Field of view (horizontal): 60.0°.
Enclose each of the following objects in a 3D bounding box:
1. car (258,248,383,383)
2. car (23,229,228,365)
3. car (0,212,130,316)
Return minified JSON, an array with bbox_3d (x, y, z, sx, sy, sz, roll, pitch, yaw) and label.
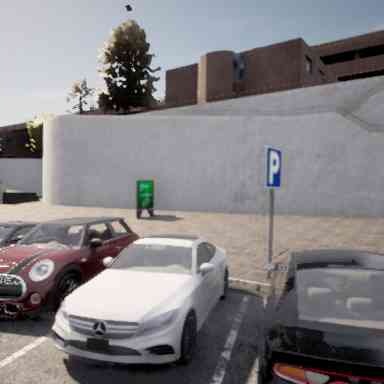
[{"bbox_3d":[1.960,1.493,4.390,2.097,1.535,5.008,0,-1,15],"label":"car"},{"bbox_3d":[-0.479,1.558,6.137,2.002,1.452,4.674,0,-1,15],"label":"car"},{"bbox_3d":[-2.915,1.413,7.908,2.185,1.767,4.553,0,-1,15],"label":"car"}]
